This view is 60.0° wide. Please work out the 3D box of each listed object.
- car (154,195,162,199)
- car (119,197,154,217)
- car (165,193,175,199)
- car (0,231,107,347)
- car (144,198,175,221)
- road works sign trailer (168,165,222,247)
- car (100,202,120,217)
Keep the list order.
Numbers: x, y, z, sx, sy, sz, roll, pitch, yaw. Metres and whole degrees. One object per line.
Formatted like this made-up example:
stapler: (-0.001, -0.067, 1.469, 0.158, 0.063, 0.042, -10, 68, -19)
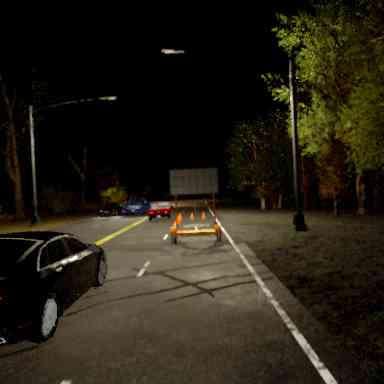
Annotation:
car: (-8.267, 1.587, 79.972, 1.837, 1.490, 4.892, -3, 0, 2)
car: (-6.090, 1.582, 37.186, 2.150, 2.045, 5.566, -3, 0, 1)
car: (-5.064, 1.276, 78.609, 2.150, 2.045, 5.566, -3, 0, 2)
car: (-3.062, 1.517, 6.449, 1.837, 1.490, 4.892, 0, 0, 0)
car: (-2.752, 1.656, 30.060, 1.895, 1.301, 4.718, -4, 2, 1)
road works sign trailer: (0.141, 0.551, 15.931, 2.380, 3.560, 2.880, -3, 0, 1)
car: (-9.294, 2.006, 38.688, 1.837, 1.490, 4.892, -3, 0, 1)
